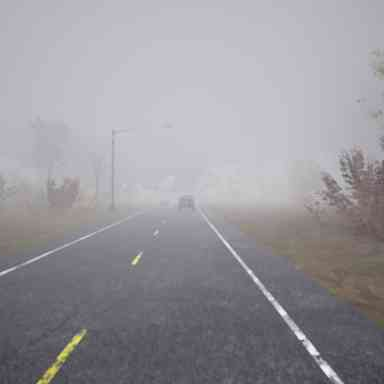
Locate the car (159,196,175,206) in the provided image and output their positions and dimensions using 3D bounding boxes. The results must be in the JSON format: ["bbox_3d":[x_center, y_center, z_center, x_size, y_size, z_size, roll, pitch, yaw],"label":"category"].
[{"bbox_3d":[-4.652,1.757,58.273,2.033,1.411,5.357,0,0,0],"label":"car"}]

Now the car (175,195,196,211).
[{"bbox_3d":[-0.720,1.388,43.958,2.150,2.045,5.566,0,0,-1],"label":"car"}]

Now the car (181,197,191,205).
[{"bbox_3d":[-1.134,1.697,63.585,1.882,1.535,5.008,0,0,-1],"label":"car"}]
